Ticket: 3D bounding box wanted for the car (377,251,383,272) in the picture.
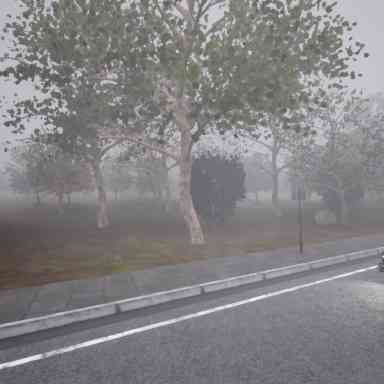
[{"bbox_3d":[7.281,1.526,9.174,5.357,1.411,2.033,0,0,-35],"label":"car"}]
